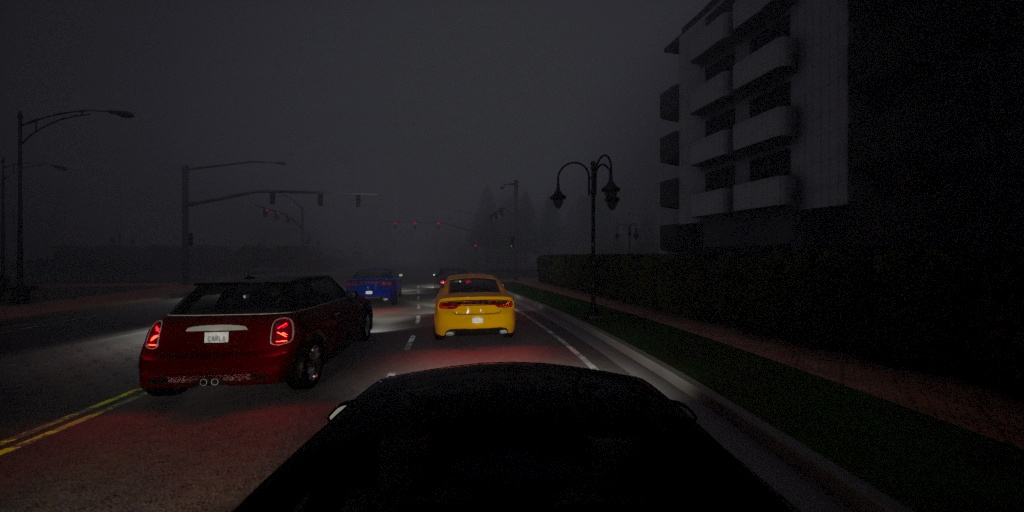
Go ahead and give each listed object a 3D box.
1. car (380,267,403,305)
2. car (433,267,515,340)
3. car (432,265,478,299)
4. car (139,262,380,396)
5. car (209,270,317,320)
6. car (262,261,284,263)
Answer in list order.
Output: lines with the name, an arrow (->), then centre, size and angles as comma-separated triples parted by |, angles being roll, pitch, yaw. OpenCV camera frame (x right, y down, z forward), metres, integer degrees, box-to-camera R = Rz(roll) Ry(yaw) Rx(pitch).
car -> -5.976, 1.228, 15.939 | 1.882, 1.535, 5.008 | 0, 0, -14
car -> -1.161, 1.228, 10.121 | 1.882, 1.535, 5.008 | 0, 0, -10
car -> -3.289, 1.297, 19.713 | 2.033, 1.411, 5.357 | 0, 0, -14
car -> -4.214, 1.102, 6.878 | 2.097, 1.767, 4.553 | 0, 0, -8
car -> -9.084, 1.314, 13.583 | 1.994, 1.385, 4.181 | 0, 0, -14
car -> -14.884, 1.020, 22.322 | 1.994, 1.385, 4.181 | 0, 0, -15
